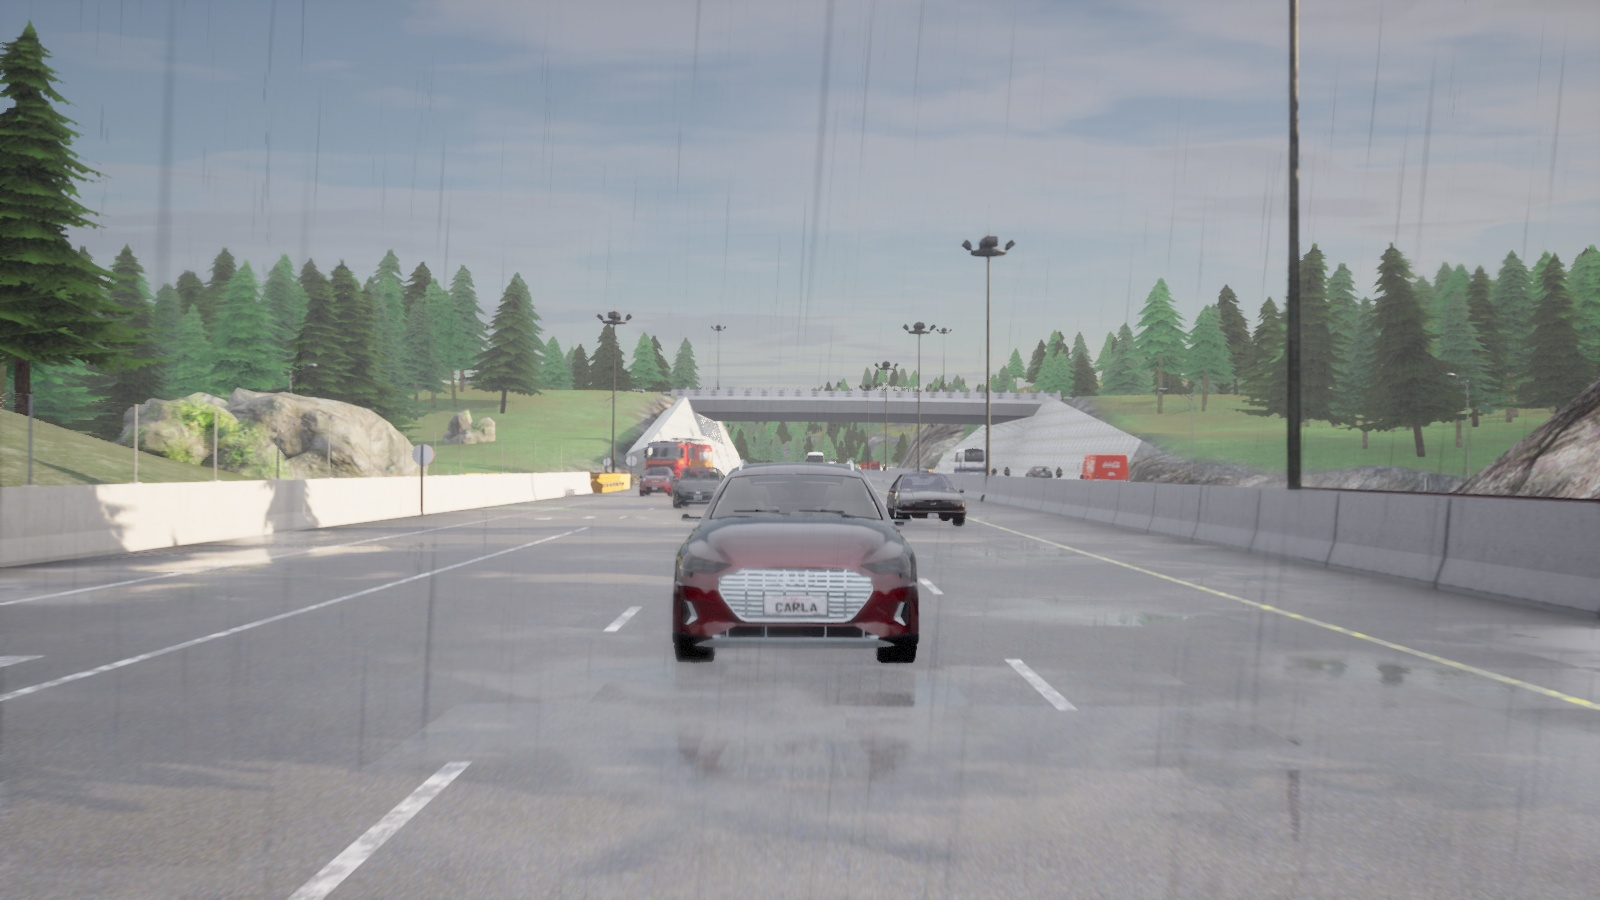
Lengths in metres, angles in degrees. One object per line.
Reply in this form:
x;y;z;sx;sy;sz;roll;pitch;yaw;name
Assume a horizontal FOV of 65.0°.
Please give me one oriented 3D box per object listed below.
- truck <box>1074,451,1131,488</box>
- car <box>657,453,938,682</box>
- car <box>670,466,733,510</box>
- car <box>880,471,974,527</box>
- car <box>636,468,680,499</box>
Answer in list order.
20.793;1.361;86.538;2.627;2.467;5.204;0;-1;0;truck
-0.028;0.890;11.547;2.033;1.649;4.856;0;-1;0;car
-3.611;1.378;46.767;2.007;1.525;4.514;0;-1;0;car
3.418;1.294;34.727;2.033;1.411;5.357;0;-1;0;car
-7.151;1.678;63.605;1.845;1.501;3.633;0;-1;0;car
